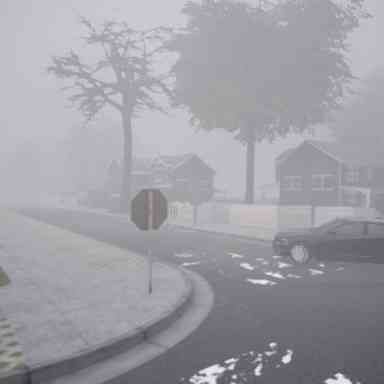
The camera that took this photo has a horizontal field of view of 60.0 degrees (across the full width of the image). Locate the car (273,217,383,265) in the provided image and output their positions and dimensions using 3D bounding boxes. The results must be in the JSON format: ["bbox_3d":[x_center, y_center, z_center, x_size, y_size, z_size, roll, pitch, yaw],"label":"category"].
[{"bbox_3d":[5.288,1.585,11.076,5.008,1.535,1.882,1,1,15],"label":"car"}]
